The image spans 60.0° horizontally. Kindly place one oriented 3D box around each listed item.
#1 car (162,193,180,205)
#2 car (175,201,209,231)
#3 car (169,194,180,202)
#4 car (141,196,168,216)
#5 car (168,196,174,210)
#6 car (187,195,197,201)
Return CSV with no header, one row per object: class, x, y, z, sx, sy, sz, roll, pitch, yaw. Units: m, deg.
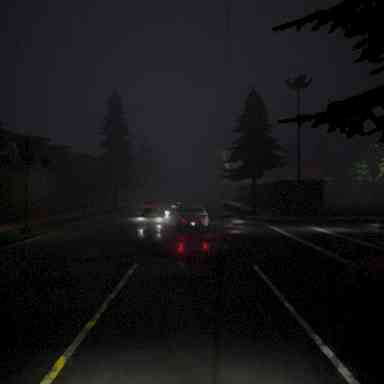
car,-3.677,1.128,55.335,2.150,2.045,5.566,0,1,0
car,0.064,1.497,20.493,1.812,1.442,4.674,0,0,0
car,-3.632,1.226,69.945,2.097,1.767,4.553,0,0,0
car,-3.657,1.426,31.719,1.882,1.535,5.008,0,0,0
car,-3.674,1.533,41.681,1.895,1.301,4.718,0,0,0
car,-0.026,1.368,66.998,1.882,1.535,5.008,0,0,0
